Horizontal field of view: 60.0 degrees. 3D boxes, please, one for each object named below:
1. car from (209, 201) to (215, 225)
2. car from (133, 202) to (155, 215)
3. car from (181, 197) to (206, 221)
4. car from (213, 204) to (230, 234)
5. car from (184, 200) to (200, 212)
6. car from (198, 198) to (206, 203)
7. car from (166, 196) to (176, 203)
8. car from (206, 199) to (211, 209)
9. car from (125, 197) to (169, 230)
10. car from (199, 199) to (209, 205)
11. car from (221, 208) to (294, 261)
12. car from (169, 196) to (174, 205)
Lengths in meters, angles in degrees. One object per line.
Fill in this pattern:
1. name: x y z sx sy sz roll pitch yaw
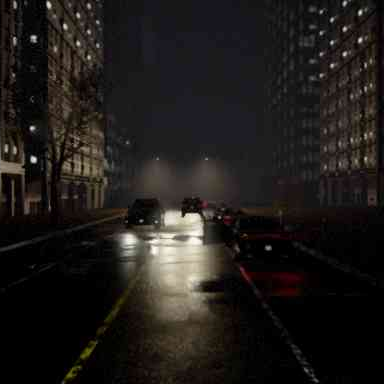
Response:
1. car: 2.694 1.781 28.590 1.752 1.417 4.829 -1 -1 0
2. car: -5.682 1.905 39.698 2.008 1.369 4.403 -1 -1 0
3. car: 0.042 1.531 34.470 2.150 2.045 5.566 0 0 1
4. car: 2.691 1.749 22.778 1.887 1.381 4.507 -1 -1 0
5. car: 0.027 1.910 47.081 2.128 1.511 4.902 0 0 0
6. car: 2.719 2.338 90.488 2.008 1.369 4.403 -1 0 0
7. car: -5.664 2.102 90.471 2.192 1.841 5.009 -1 0 0
8. car: 2.703 1.997 50.991 1.887 1.381 4.507 -1 0 0
9. car: -3.090 1.429 23.034 2.150 2.045 5.566 0 -1 0
10. car: 2.712 2.196 73.561 2.008 1.369 4.403 -1 0 0
11. car: 2.366 1.593 12.756 1.882 1.535 5.008 0 -1 0
12. car: -5.669 2.170 73.376 1.752 1.417 4.829 -1 0 0
